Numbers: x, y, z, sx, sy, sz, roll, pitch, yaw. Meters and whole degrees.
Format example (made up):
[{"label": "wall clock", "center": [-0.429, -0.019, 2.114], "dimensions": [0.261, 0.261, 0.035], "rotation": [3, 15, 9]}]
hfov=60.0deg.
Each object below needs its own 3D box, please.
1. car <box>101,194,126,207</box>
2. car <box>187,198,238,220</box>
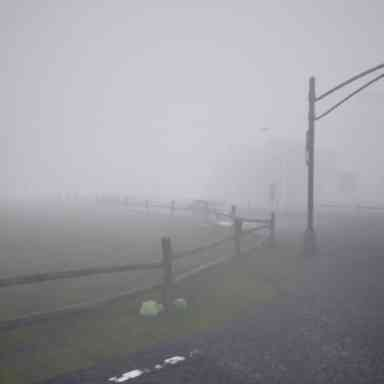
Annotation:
[{"label": "car", "center": [-9.697, 1.009, 41.419], "dimensions": [1.882, 1.535, 5.008], "rotation": [2, 0, -35]}, {"label": "car", "center": [1.499, 1.284, 25.597], "dimensions": [1.837, 1.490, 4.892], "rotation": [2, 1, -35]}]
